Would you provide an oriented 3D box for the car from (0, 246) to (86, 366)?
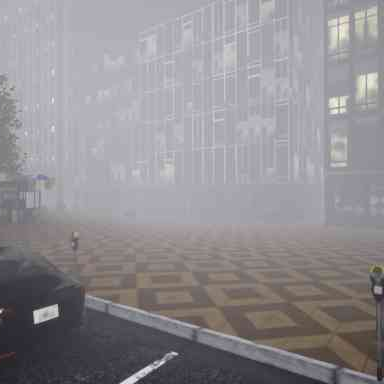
[{"bbox_3d":[-3.523,1.566,5.383,4.313,1.339,1.947,0,0,35],"label":"car"}]
